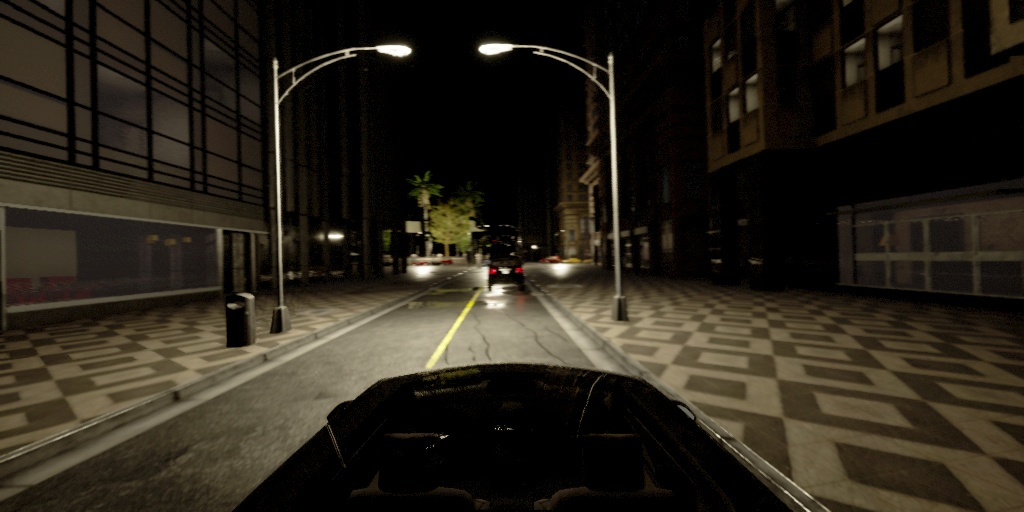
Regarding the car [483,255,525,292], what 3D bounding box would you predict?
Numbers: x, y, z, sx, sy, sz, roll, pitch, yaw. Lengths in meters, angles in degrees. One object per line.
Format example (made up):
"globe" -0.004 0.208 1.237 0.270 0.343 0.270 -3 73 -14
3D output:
"car" -0.392 0.999 22.356 2.150 2.045 5.566 -2 0 -1
